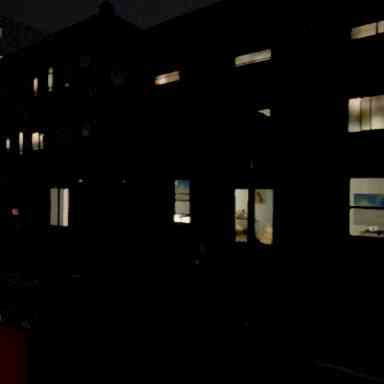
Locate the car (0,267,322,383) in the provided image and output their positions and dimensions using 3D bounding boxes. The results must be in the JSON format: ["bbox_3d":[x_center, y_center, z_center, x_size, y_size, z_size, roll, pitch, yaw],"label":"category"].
[{"bbox_3d":[-0.989,1.547,3.649,4.507,1.381,1.887,0,1,36],"label":"car"}]
